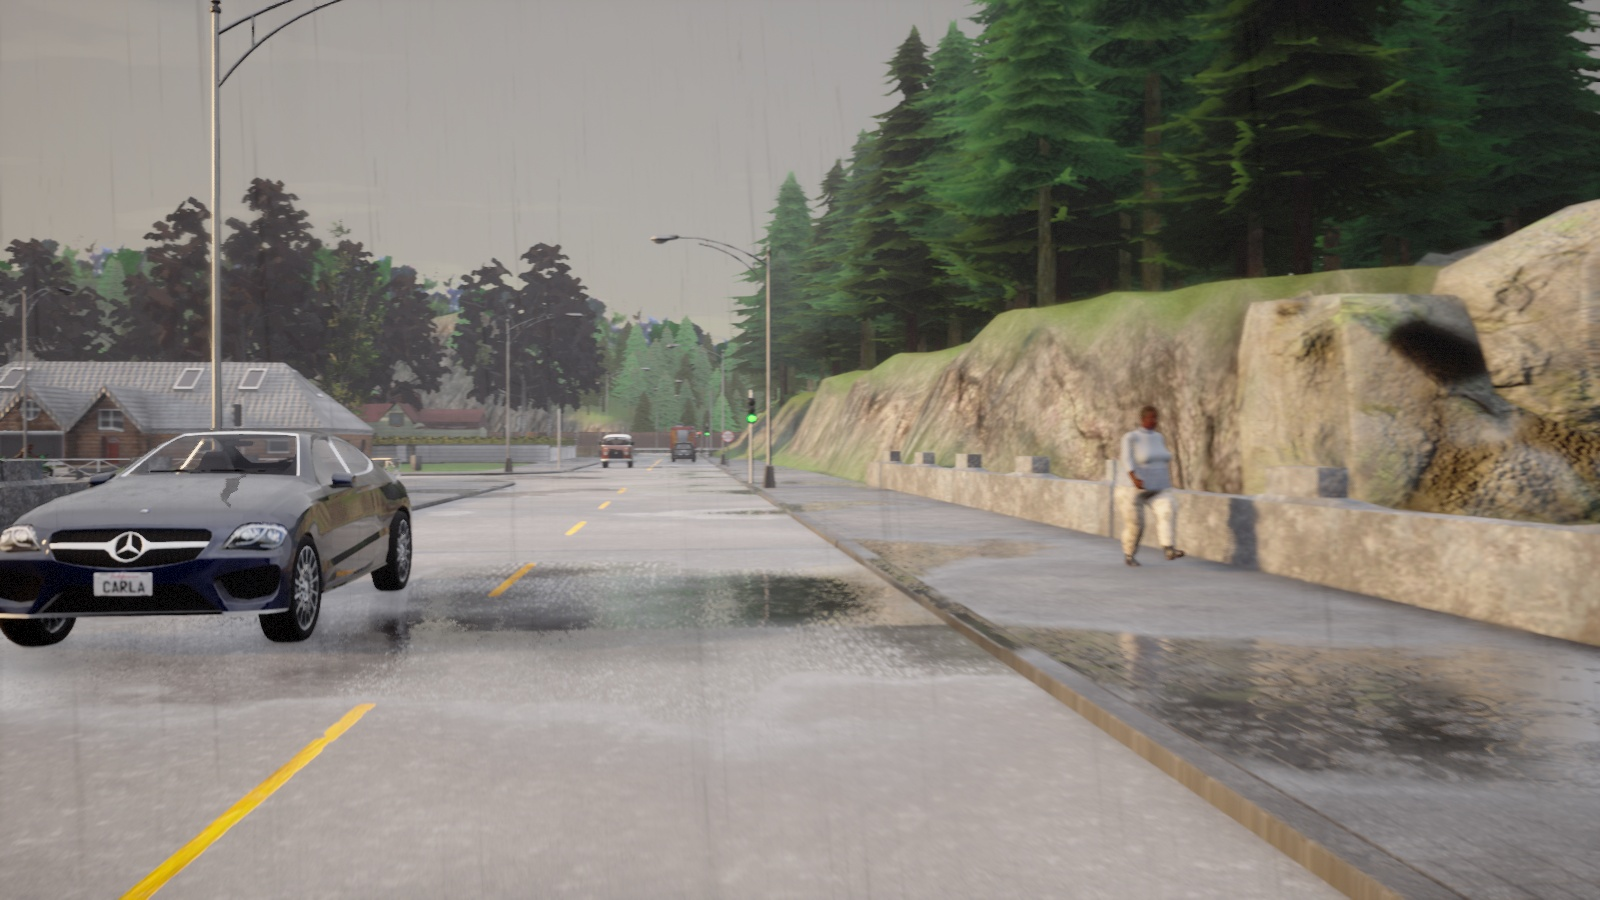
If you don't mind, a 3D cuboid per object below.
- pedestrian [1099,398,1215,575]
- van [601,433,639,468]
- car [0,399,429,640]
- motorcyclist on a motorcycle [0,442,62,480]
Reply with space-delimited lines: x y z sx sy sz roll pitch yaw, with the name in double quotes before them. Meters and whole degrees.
"pedestrian" 3.884 0.380 13.709 0.874 1.855 0.900 0 0 -17
"van" -10.836 0.035 75.960 2.069 2.038 4.480 0 0 -5
"car" -4.905 0.460 11.150 2.152 1.651 5.027 0 0 -5
"motorcyclist on a motorcycle" -30.944 0.432 50.494 2.044 1.523 0.797 0 0 -5
